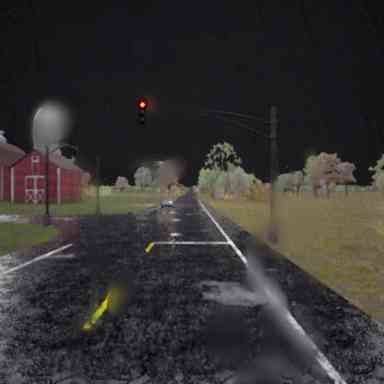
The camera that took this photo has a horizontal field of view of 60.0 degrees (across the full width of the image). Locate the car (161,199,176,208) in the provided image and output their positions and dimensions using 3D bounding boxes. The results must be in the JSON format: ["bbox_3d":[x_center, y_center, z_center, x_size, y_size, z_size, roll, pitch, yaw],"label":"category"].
[{"bbox_3d":[-3.465,1.673,48.962,1.994,1.385,4.181,0,0,0],"label":"car"}]
